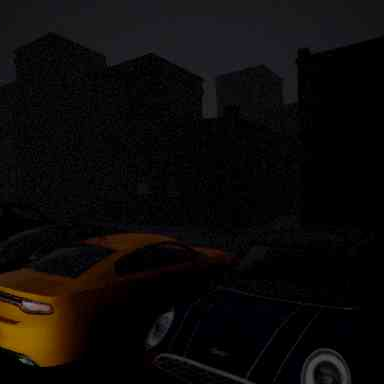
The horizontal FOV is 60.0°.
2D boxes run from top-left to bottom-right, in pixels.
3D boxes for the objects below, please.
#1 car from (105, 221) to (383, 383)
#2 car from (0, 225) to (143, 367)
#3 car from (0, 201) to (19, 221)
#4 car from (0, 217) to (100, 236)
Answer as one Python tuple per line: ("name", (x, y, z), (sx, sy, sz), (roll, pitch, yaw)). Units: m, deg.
("car", (1.409, 1.358, 4.388), (2.185, 1.767, 4.553), (0, 0, 36))
("car", (-0.976, 1.492, 6.045), (2.097, 1.535, 5.008), (0, 0, 36))
("car", (-10.040, 1.274, 12.484), (2.435, 2.045, 5.566), (0, 0, 36))
("car", (-3.130, 1.501, 7.596), (2.231, 1.521, 4.892), (0, 0, 36))
